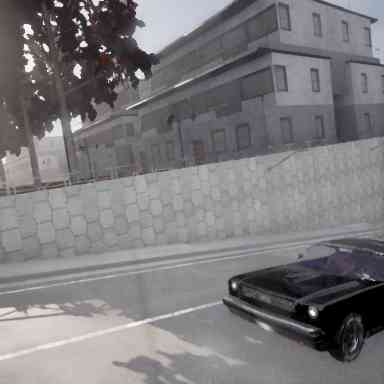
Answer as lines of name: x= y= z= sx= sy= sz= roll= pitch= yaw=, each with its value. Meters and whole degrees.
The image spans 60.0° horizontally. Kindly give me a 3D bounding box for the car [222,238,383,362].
car: x=2.837 y=1.583 z=5.977 sx=4.718 sy=1.301 sz=1.895 roll=0 pitch=0 yaw=-35
